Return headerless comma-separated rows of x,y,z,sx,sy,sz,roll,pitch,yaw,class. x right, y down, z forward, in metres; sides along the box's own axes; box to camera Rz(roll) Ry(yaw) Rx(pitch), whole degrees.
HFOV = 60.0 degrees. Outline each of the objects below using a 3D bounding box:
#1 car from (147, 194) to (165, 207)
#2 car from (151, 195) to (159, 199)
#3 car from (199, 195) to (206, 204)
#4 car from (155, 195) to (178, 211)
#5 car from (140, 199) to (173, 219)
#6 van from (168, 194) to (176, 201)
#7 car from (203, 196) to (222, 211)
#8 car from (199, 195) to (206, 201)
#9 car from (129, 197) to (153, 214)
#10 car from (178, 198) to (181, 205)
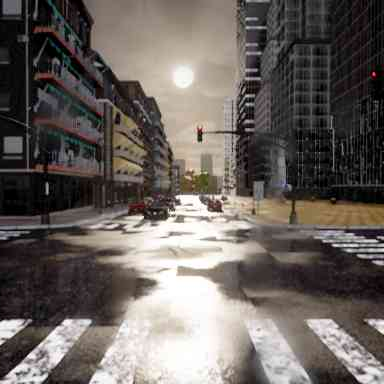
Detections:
-5.597,1.339,52.510,2.192,1.841,5.009,-1,0,0,car
-5.619,1.457,41.211,1.967,1.590,4.097,-1,0,0,car
2.777,1.583,63.847,2.008,1.369,4.403,-1,0,0,car
-3.012,1.519,40.334,1.837,1.490,4.892,0,0,0,car
-3.040,1.575,29.335,1.994,1.385,4.181,0,0,0,car
-5.515,1.397,92.050,1.690,1.788,3.998,-1,0,0,van
2.730,1.561,41.251,1.887,1.381,4.507,-1,0,0,car
2.835,1.582,92.262,1.752,1.417,4.829,-1,0,0,car
-5.629,1.558,35.562,1.887,1.381,4.507,-1,0,0,car
-2.919,1.630,59.608,1.895,1.301,4.718,0,0,1,car
